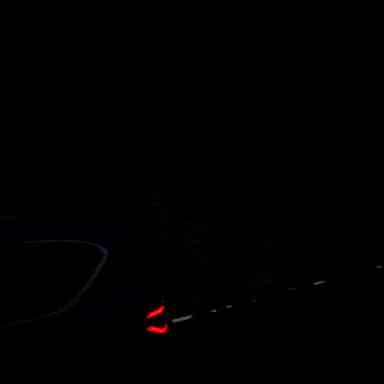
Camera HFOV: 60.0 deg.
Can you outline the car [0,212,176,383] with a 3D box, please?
[{"bbox_3d":[-2.746,1.223,2.037,5.566,2.045,2.150,0,0,-35],"label":"car"}]
